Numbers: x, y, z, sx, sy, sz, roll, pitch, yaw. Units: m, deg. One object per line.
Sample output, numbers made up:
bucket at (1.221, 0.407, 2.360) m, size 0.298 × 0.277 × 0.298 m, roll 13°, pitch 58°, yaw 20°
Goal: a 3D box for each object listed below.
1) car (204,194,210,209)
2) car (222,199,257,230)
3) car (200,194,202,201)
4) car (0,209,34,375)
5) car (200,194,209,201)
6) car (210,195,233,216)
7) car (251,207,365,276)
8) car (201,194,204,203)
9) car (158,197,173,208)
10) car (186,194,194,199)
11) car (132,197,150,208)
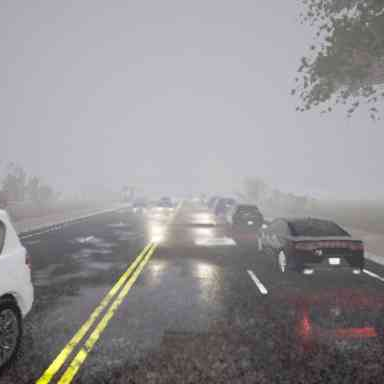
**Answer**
car at (3.046, 1.217, 42.720) m, size 2.097 × 1.767 × 4.553 m, roll 0°, pitch 0°, yaw -1°
car at (3.197, 1.445, 20.729) m, size 1.837 × 1.490 × 4.892 m, roll 0°, pitch 0°, yaw 0°
car at (2.830, 1.325, 64.754) m, size 2.033 × 1.411 × 5.357 m, roll 0°, pitch 0°, yaw -1°
car at (-3.353, 1.214, 2.551) m, size 2.150 × 2.045 × 5.566 m, roll 0°, pitch 0°, yaw 0°
car at (2.722, 1.232, 75.754) m, size 1.837 × 1.490 × 4.892 m, roll 0°, pitch 0°, yaw -1°
car at (3.133, 1.257, 31.709) m, size 2.097 × 1.767 × 4.553 m, roll 0°, pitch 0°, yaw 0°
car at (3.330, 1.450, 10.264) m, size 1.882 × 1.535 × 5.008 m, roll 0°, pitch 0°, yaw 0°
car at (2.937, 1.278, 53.944) m, size 1.801 × 1.575 × 5.366 m, roll 0°, pitch 0°, yaw -1°
car at (-3.556, 1.382, 45.038) m, size 1.812 × 1.442 × 4.674 m, roll 0°, pitch 0°, yaw 0°
car at (-0.611, 1.103, 84.753) m, size 2.033 × 1.411 × 5.357 m, roll 0°, pitch 0°, yaw -1°
car at (-6.806, 1.404, 45.038) m, size 2.033 × 1.411 × 5.357 m, roll 0°, pitch 0°, yaw 0°
